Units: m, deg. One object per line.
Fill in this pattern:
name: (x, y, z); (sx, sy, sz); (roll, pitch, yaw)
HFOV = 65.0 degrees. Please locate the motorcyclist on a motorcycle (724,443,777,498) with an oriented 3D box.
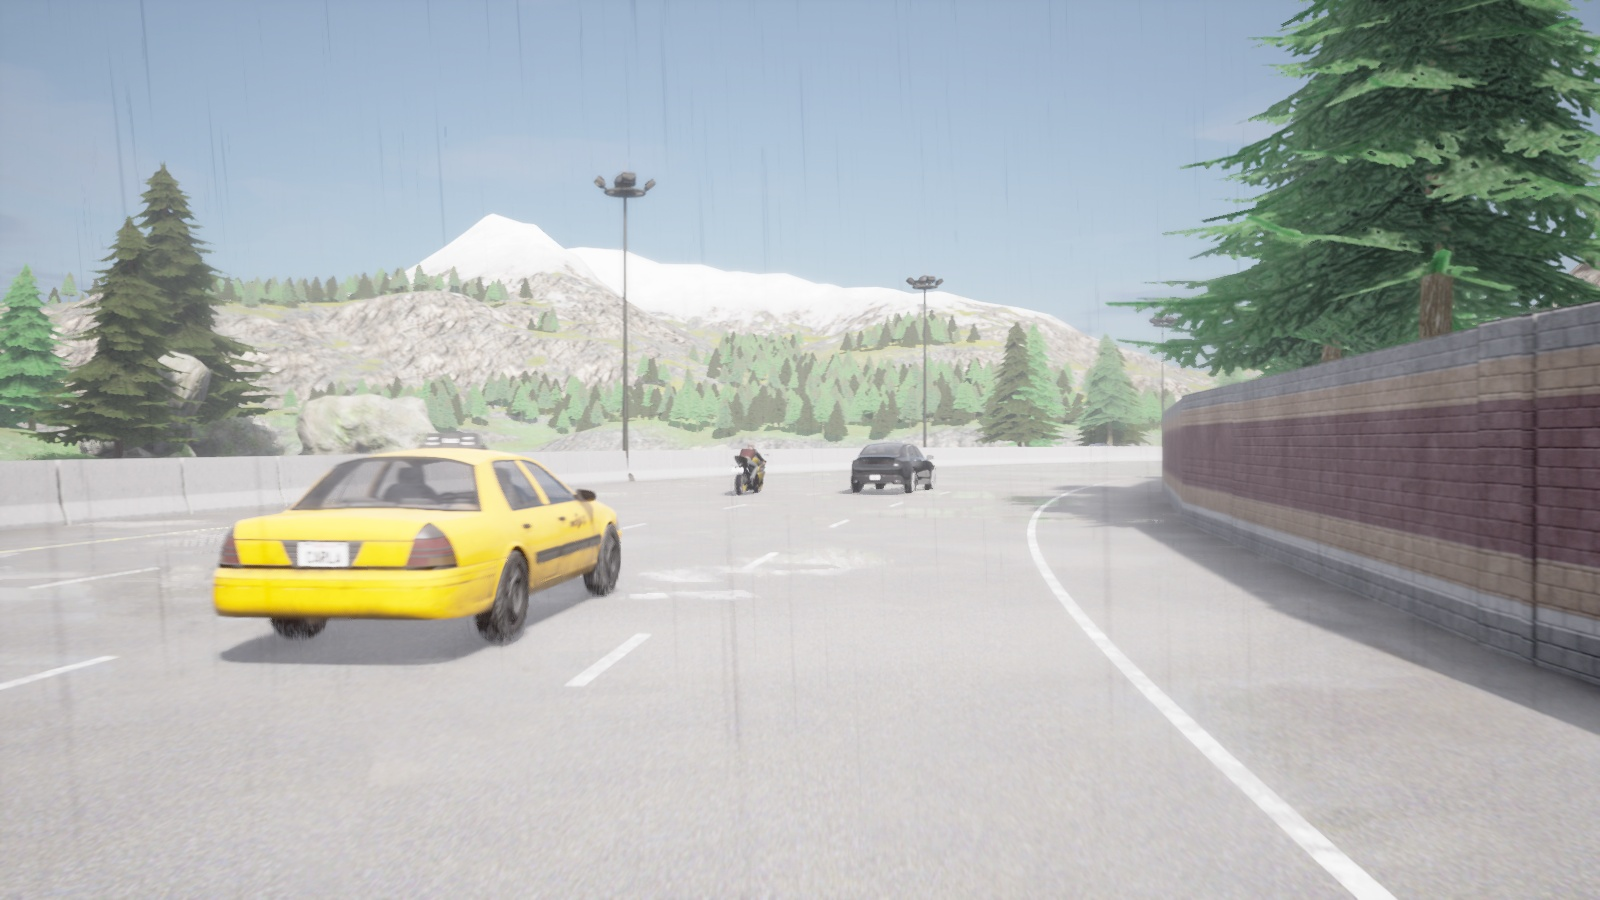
motorcyclist on a motorcycle: (-1.420, 0.573, 36.629); (0.866, 1.530, 2.191); (1, 1, 16)

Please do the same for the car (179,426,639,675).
car: (-2.872, 0.622, 10.733); (1.801, 1.575, 5.366); (0, 0, 6)

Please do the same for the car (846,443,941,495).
car: (2.954, 0.536, 38.757); (1.837, 1.490, 4.892); (0, 0, 18)
